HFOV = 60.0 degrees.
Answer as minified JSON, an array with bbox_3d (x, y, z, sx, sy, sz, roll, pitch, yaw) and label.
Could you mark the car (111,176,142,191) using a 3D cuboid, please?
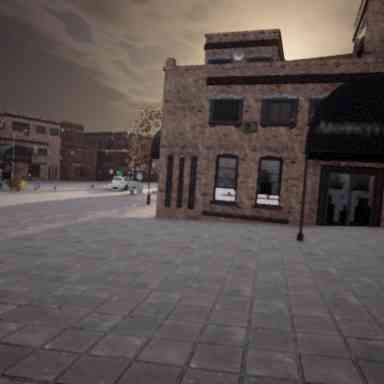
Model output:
[{"bbox_3d":[-9.862,-1.302,50.665,2.150,2.045,5.566,5,4,27],"label":"car"}]
